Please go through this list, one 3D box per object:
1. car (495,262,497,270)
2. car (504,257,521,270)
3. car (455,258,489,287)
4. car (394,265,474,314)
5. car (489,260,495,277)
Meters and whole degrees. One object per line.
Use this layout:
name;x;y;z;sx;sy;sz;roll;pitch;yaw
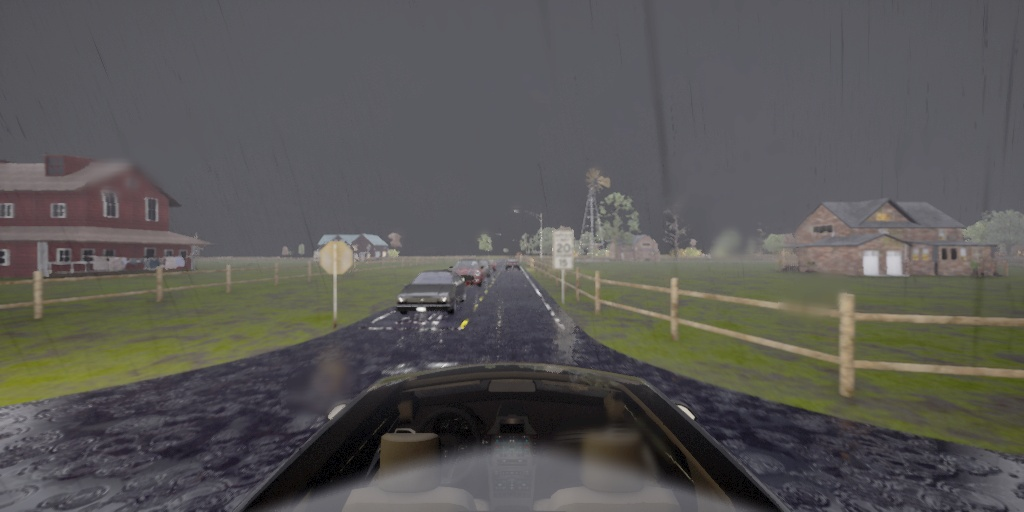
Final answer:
car;-2.807;1.139;42.713;1.895;1.301;4.718;0;0;0
car;0.087;1.025;45.895;1.837;1.490;4.892;0;0;0
car;-2.843;0.994;23.175;2.097;1.767;4.553;0;0;0
car;-2.824;1.238;13.667;2.033;1.411;5.357;0;0;-1
car;-2.831;1.096;32.769;1.837;1.490;4.892;0;0;0
